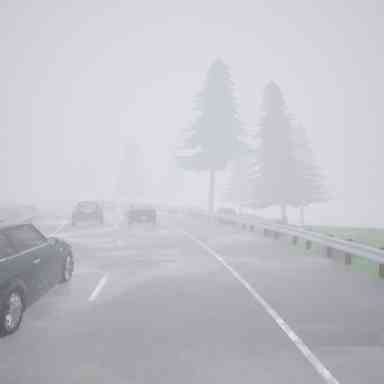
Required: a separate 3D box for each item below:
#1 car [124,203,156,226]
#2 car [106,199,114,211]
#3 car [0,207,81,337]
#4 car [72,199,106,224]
[{"bbox_3d":[-3.807,1.497,23.915,1.882,1.535,5.008,0,0,-16],"label":"car"},{"bbox_3d":[-10.896,1.560,40.564,2.163,1.488,4.792,0,0,-29],"label":"car"},{"bbox_3d":[-3.972,1.372,6.755,2.097,1.767,4.553,0,0,-5],"label":"car"},{"bbox_3d":[-7.772,1.392,24.780,2.097,1.767,4.553,0,0,-18],"label":"car"}]
